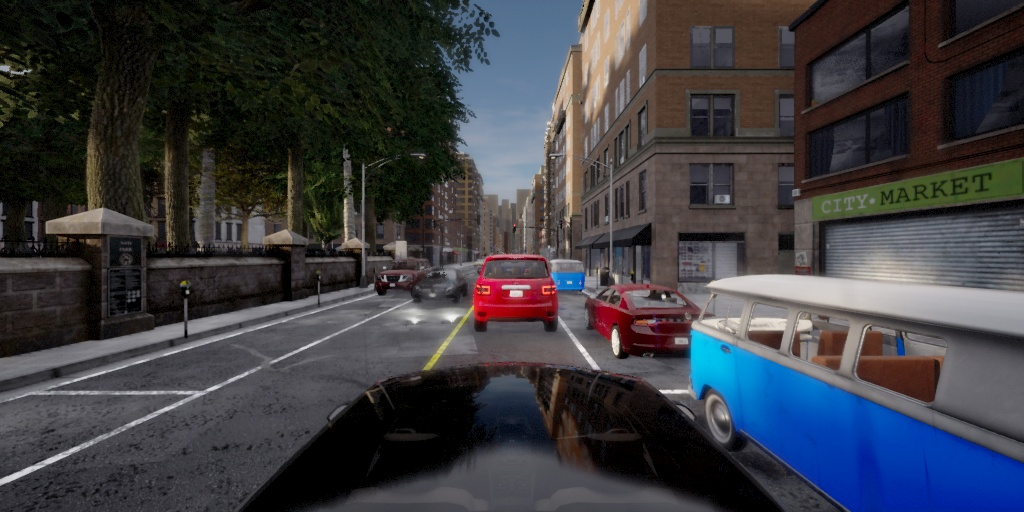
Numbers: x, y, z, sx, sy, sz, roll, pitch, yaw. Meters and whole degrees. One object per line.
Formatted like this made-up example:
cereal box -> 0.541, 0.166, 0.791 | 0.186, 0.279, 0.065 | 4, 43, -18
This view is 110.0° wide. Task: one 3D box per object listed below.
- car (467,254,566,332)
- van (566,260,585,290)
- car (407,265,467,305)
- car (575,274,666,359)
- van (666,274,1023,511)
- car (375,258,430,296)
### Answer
car -> 0.092, 0.970, 11.019 | 2.150, 2.045, 5.566 | 0, 0, 0
van -> 2.847, 1.085, 19.582 | 1.690, 1.789, 3.998 | 0, 0, 0
car -> -3.097, 1.272, 16.327 | 1.812, 1.442, 4.674 | 0, 0, 0
car -> 2.853, 1.294, 8.261 | 1.888, 1.381, 4.507 | 0, 0, 0
van -> 2.856, 1.091, 2.600 | 1.690, 1.789, 3.998 | 0, 0, 0
car -> -5.678, 1.059, 19.537 | 2.192, 1.841, 5.009 | 0, 0, 0
